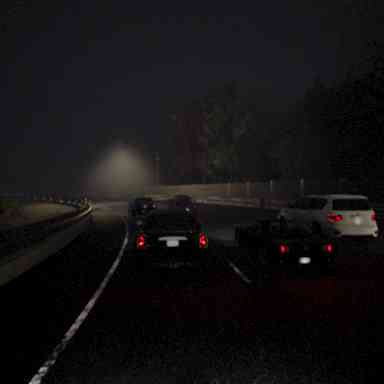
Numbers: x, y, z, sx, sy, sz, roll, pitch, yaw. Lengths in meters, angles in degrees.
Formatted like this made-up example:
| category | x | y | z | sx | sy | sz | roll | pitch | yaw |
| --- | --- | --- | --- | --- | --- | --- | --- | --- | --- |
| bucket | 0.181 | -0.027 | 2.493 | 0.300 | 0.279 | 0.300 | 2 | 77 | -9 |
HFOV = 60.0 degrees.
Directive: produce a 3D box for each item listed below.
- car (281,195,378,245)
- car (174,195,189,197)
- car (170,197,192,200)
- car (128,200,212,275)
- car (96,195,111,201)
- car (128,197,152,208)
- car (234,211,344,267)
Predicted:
| category | x | y | z | sx | sy | sz | roll | pitch | yaw |
| --- | --- | --- | --- | --- | --- | --- | --- | --- | --- |
| car | 5.826 | 1.132 | 15.094 | 2.150 | 2.045 | 5.566 | 0 | 0 | -8 |
| car | -1.540 | 1.162 | 41.838 | 2.097 | 1.767 | 4.553 | 0 | 0 | -22 |
| car | -0.925 | 1.429 | 29.757 | 1.994 | 1.385 | 4.181 | 0 | 0 | -16 |
| car | -0.699 | 1.306 | 10.533 | 2.097 | 1.767 | 4.553 | 0 | 0 | -6 |
| car | -19.644 | 1.264 | 73.596 | 2.033 | 1.411 | 5.357 | 0 | 0 | -33 |
| car | -4.429 | 1.231 | 29.264 | 2.097 | 1.767 | 4.553 | 0 | 0 | -16 |
| car | 2.800 | 1.539 | 11.155 | 1.895 | 1.301 | 4.718 | 0 | 0 | -6 |
